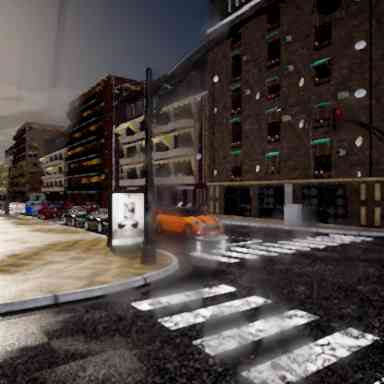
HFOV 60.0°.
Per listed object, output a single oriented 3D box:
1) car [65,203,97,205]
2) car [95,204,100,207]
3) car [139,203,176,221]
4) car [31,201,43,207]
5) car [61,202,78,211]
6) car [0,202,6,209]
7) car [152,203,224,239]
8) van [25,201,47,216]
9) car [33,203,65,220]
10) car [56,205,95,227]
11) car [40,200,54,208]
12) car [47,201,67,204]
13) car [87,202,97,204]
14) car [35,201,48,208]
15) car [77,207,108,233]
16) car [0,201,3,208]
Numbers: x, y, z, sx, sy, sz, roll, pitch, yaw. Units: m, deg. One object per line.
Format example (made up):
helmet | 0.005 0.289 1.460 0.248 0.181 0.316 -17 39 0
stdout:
car | -11.609 2.197 35.190 1.895 1.301 4.718 0 -1 -36
car | -5.832 2.000 27.192 2.033 1.411 5.357 0 -1 -35
car | -3.593 1.957 34.171 1.967 1.590 4.097 -1 0 -36
car | -38.271 2.925 81.933 1.887 1.381 4.507 -1 0 -36
car | -21.959 2.554 59.365 1.802 1.307 4.206 -1 0 -36
car | -38.539 2.765 67.998 2.008 1.369 4.403 -1 0 -36
car | -0.227 1.667 19.494 2.097 1.767 4.553 0 -1 -37
van | -20.270 2.099 42.668 1.690 1.788 3.998 -1 0 -36
car | -15.356 2.179 35.778 1.887 1.381 4.507 -1 0 -36
car | -9.284 2.034 27.298 2.008 1.369 4.403 -1 0 -36
car | -31.749 2.657 72.906 1.967 1.590 4.097 -1 0 -36
car | -18.137 2.324 44.293 1.994 1.385 4.181 0 -1 -35
car | -15.434 2.249 50.341 1.967 1.590 4.097 -1 0 -36
car | -35.009 2.864 77.419 1.947 1.339 4.313 -1 0 -36
car | -6.021 1.953 22.785 2.008 1.369 4.403 -1 0 -36
car | -45.064 2.923 77.025 1.887 1.381 4.507 -1 0 -36
